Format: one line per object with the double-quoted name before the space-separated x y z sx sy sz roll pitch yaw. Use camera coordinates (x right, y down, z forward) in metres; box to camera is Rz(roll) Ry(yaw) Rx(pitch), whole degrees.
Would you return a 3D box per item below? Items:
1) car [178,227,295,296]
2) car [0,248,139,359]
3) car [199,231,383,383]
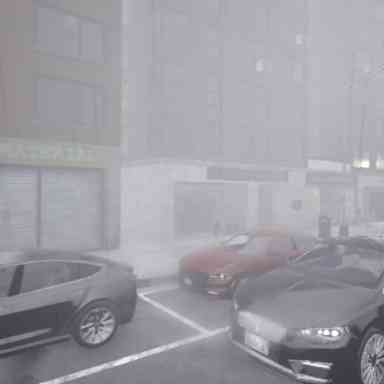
"car" 1.752 1.579 8.027 4.507 1.381 1.887 0 0 -36
"car" -2.855 1.568 4.727 4.313 1.339 1.947 0 0 -36
"car" 2.746 1.522 5.348 4.902 1.511 2.128 0 0 -36
